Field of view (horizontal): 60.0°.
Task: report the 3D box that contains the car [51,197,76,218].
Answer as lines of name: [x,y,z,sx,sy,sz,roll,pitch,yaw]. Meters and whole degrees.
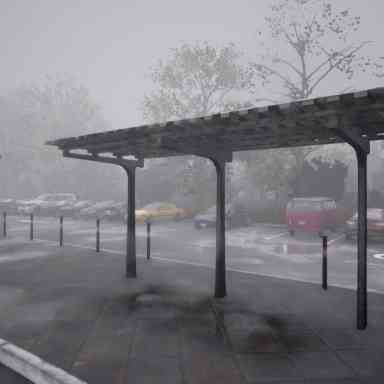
car: [-9.265,1.455,29.228,2.097,1.535,5.008,0,0,35]

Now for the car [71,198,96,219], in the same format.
car: [-6.999,1.461,27.625,2.231,1.521,4.892,0,0,35]

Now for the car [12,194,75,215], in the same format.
car: [-13.815,1.194,32.408,2.435,2.045,5.566,0,0,35]

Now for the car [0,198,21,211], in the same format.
car: [-22.876,1.443,38.823,2.163,1.488,4.792,0,0,35]

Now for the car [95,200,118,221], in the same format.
car: [-4.721,1.495,26.040,2.163,1.488,4.792,0,0,35]

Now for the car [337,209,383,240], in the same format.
car: [8.851,1.536,16.390,2.002,1.452,4.674,0,0,35]

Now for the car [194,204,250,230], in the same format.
car: [2.042,1.510,21.180,2.163,1.488,4.792,0,0,35]

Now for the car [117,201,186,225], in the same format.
car: [-2.580,1.467,24.261,1.946,1.575,5.366,0,0,35]

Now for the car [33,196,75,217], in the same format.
car: [-11.530,1.450,30.832,2.097,1.535,5.008,0,0,35]

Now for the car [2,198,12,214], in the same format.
car: [-16.066,1.441,34.030,2.231,1.521,4.892,0,0,35]

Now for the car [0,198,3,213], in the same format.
car: [-18.333,1.433,35.636,2.097,1.535,5.008,0,0,35]

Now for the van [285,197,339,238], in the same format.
van: [6.656,1.264,18.091,1.878,1.987,4.442,0,0,35]
